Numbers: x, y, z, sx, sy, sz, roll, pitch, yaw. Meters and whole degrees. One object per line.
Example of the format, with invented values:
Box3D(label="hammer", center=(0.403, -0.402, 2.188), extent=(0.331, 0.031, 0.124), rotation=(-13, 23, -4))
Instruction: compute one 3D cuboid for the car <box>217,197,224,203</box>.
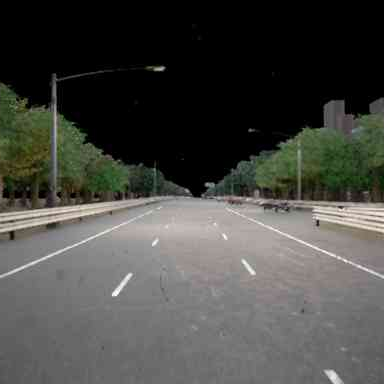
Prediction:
Box3D(label="car", center=(7.067, 1.960, 80.228), extent=(1.895, 1.301, 4.718), rotation=(0, 0, 0))

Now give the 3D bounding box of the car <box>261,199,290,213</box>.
Box3D(label="car", center=(10.195, 1.624, 40.892), extent=(1.837, 1.490, 4.892), rotation=(0, 0, -15))

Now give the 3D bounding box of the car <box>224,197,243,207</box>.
Box3D(label="car", center=(7.395, 1.643, 57.768), extent=(1.882, 1.535, 5.008), rotation=(0, 0, -6))
